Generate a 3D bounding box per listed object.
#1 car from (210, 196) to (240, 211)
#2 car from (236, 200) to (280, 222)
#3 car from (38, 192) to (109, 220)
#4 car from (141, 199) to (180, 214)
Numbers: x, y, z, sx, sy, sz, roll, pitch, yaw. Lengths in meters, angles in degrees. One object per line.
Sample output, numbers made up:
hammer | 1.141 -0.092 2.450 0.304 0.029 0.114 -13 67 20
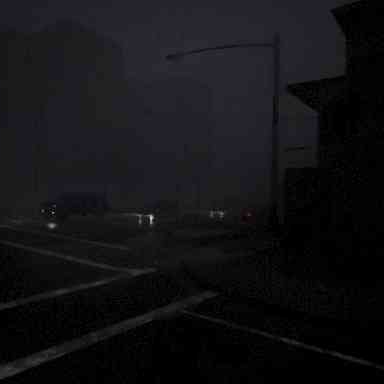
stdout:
car | 4.681 1.518 45.416 2.150 2.045 5.566 2 0 36
car | 6.124 1.732 29.200 1.882 1.535 5.008 2 0 36
car | -9.166 1.050 26.289 2.150 2.045 5.566 2 0 36
car | -3.197 1.499 34.551 1.837 1.490 4.892 2 0 36
